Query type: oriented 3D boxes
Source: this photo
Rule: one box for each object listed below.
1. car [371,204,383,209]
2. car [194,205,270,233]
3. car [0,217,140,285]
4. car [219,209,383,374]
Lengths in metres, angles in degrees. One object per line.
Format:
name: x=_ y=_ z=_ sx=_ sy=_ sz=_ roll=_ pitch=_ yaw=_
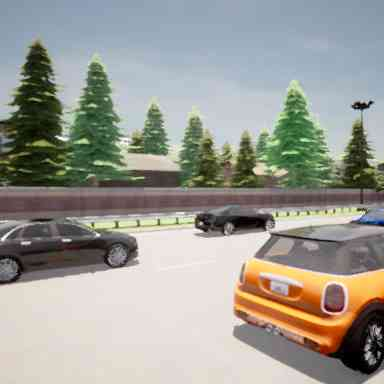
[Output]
car: x=8.789 y=1.460 z=14.318 sx=5.008 sy=1.535 sz=1.882 roll=0 pitch=0 yaw=-35
car: x=2.468 y=1.463 z=18.407 sx=5.008 sy=1.535 sz=1.882 roll=0 pitch=0 yaw=-36
car: x=-3.890 y=1.502 z=9.568 sx=4.892 sy=1.490 sz=1.837 roll=0 pitch=0 yaw=-36
car: x=2.939 y=1.346 z=5.845 sx=4.553 sy=1.767 sz=2.097 roll=0 pitch=0 yaw=-36
